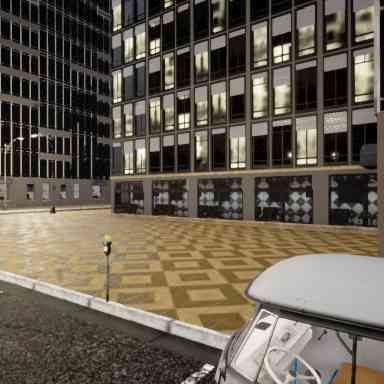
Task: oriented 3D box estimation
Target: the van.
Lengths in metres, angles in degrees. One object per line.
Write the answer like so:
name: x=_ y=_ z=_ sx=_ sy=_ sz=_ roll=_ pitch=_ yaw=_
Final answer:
van: x=1.933 y=1.341 z=1.500 sx=3.998 sy=1.788 sz=1.690 roll=0 pitch=0 yaw=35
